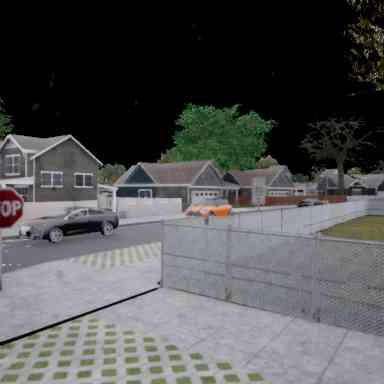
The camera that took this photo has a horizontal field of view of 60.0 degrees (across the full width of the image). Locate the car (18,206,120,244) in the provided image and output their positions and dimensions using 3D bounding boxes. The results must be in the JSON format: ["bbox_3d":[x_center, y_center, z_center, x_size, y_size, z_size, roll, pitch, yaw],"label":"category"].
[{"bbox_3d":[-5.758,1.475,16.162,2.128,1.511,4.902,0,0,35],"label":"car"}]

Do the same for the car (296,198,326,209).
[{"bbox_3d":[15.875,1.523,44.162,5.357,1.411,2.033,0,0,-45],"label":"car"}]

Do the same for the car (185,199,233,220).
[{"bbox_3d":[1.385,1.335,26.135,2.097,1.767,4.553,0,0,34],"label":"car"}]
